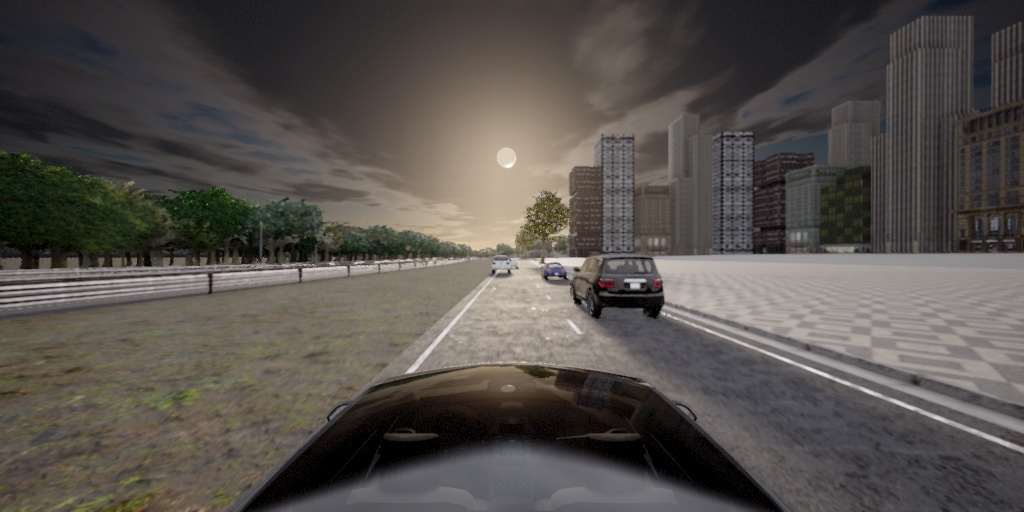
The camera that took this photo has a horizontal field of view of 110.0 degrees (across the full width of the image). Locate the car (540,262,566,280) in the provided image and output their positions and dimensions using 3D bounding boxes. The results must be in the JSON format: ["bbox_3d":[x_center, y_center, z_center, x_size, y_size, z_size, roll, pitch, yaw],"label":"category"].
[{"bbox_3d":[3.600,1.270,31.104,1.812,1.442,4.674,0,0,0],"label":"car"}]

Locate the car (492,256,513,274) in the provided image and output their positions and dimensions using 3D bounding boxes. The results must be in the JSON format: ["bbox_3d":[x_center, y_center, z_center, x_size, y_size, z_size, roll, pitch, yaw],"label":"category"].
[{"bbox_3d":[-1.230,0.980,42.297,2.150,2.045,5.566,0,0,0],"label":"car"}]

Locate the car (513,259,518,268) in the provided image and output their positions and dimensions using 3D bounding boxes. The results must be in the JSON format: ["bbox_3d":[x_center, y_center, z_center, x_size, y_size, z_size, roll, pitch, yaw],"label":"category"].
[{"bbox_3d":[-0.006,1.314,59.437,1.812,1.442,4.674,0,0,0],"label":"car"}]

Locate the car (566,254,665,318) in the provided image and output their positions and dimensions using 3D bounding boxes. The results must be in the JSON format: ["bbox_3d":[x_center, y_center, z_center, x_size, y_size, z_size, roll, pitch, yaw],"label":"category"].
[{"bbox_3d":[3.599,0.967,13.157,2.150,2.045,5.566,0,0,0],"label":"car"}]
